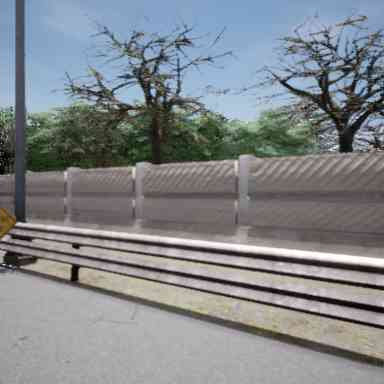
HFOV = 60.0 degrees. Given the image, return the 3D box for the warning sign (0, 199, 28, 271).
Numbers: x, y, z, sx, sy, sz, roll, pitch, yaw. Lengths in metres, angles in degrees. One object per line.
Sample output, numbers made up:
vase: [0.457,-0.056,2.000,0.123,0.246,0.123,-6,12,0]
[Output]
warning sign: [-5.424,1.133,9.060,1.060,1.860,1.300,2,-1,35]
